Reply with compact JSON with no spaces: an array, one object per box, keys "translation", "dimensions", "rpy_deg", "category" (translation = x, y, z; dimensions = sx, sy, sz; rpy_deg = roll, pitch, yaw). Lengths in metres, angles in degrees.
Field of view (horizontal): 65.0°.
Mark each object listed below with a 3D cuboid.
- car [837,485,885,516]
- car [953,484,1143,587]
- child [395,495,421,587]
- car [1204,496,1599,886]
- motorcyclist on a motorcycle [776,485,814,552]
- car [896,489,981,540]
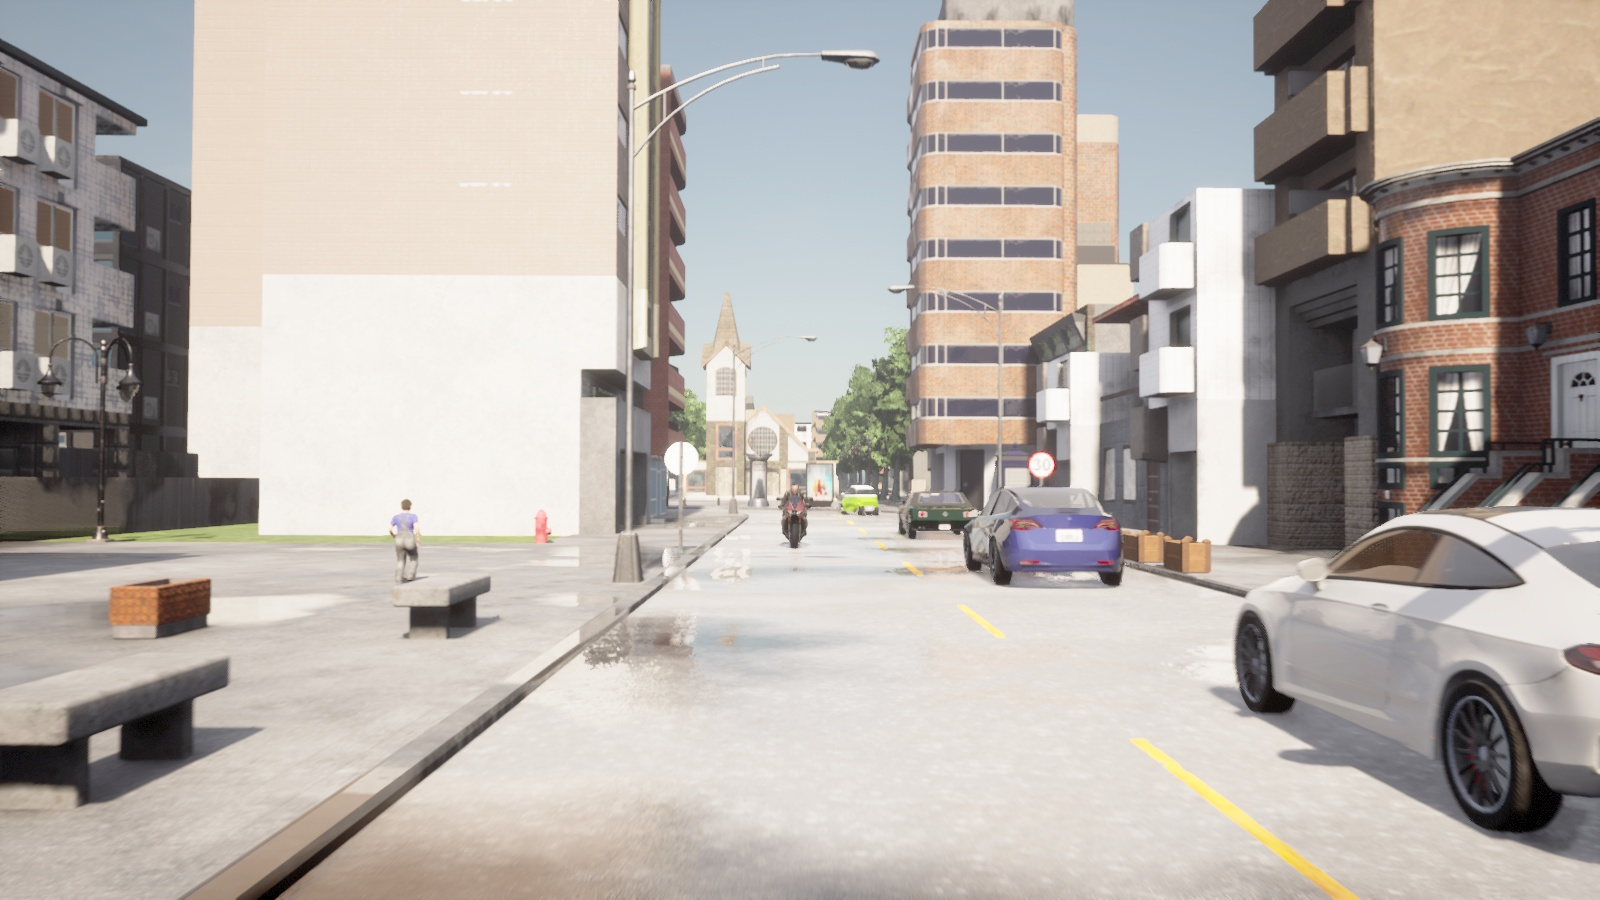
[{"translation":[2.748,2.269,57.105],"dimensions":[1.481,1.376,2.207],"rpy_deg":[1,-1,-18],"category":"car"},{"translation":[3.924,1.319,20.778],"dimensions":[2.163,1.488,4.792],"rpy_deg":[0,-1,0],"category":"car"},{"translation":[-5.494,1.270,17.605],"dimensions":[0.270,1.263,0.437],"rpy_deg":[0,-1,-6],"category":"child"},{"translation":[3.980,1.012,7.163],"dimensions":[1.812,1.442,4.674],"rpy_deg":[0,-1,0],"category":"car"},{"translation":[-0.114,1.588,29.651],"dimensions":[0.866,1.530,2.191],"rpy_deg":[0,-1,0],"category":"motorcyclist on a motorcycle"},{"translation":[3.859,1.786,35.745],"dimensions":[1.895,1.301,4.718],"rpy_deg":[0,-1,0],"category":"car"}]
